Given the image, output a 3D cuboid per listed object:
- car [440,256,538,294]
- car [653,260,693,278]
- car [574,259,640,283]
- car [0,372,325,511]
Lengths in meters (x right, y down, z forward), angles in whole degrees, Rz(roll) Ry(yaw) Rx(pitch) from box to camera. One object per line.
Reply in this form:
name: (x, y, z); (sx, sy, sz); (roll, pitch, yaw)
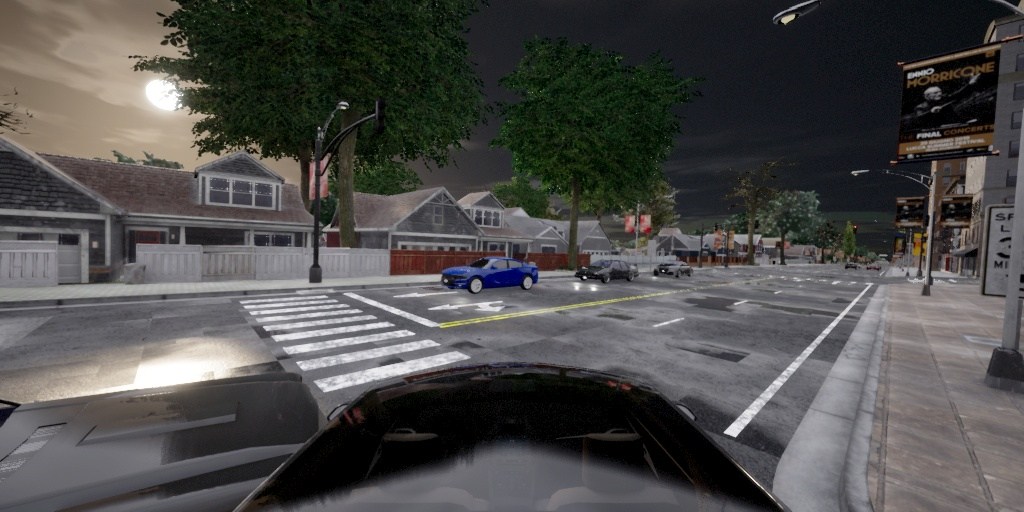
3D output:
car: (-0.914, 0.781, 16.602); (5.008, 1.535, 1.882); (1, 2, -43)
car: (13.634, 1.037, 30.248); (4.181, 1.385, 1.994); (1, 2, -44)
car: (6.344, 0.934, 23.425); (5.357, 1.411, 2.033); (1, 2, -43)
car: (-3.317, 1.272, 1.448); (4.718, 1.301, 1.895); (1, 2, -33)
